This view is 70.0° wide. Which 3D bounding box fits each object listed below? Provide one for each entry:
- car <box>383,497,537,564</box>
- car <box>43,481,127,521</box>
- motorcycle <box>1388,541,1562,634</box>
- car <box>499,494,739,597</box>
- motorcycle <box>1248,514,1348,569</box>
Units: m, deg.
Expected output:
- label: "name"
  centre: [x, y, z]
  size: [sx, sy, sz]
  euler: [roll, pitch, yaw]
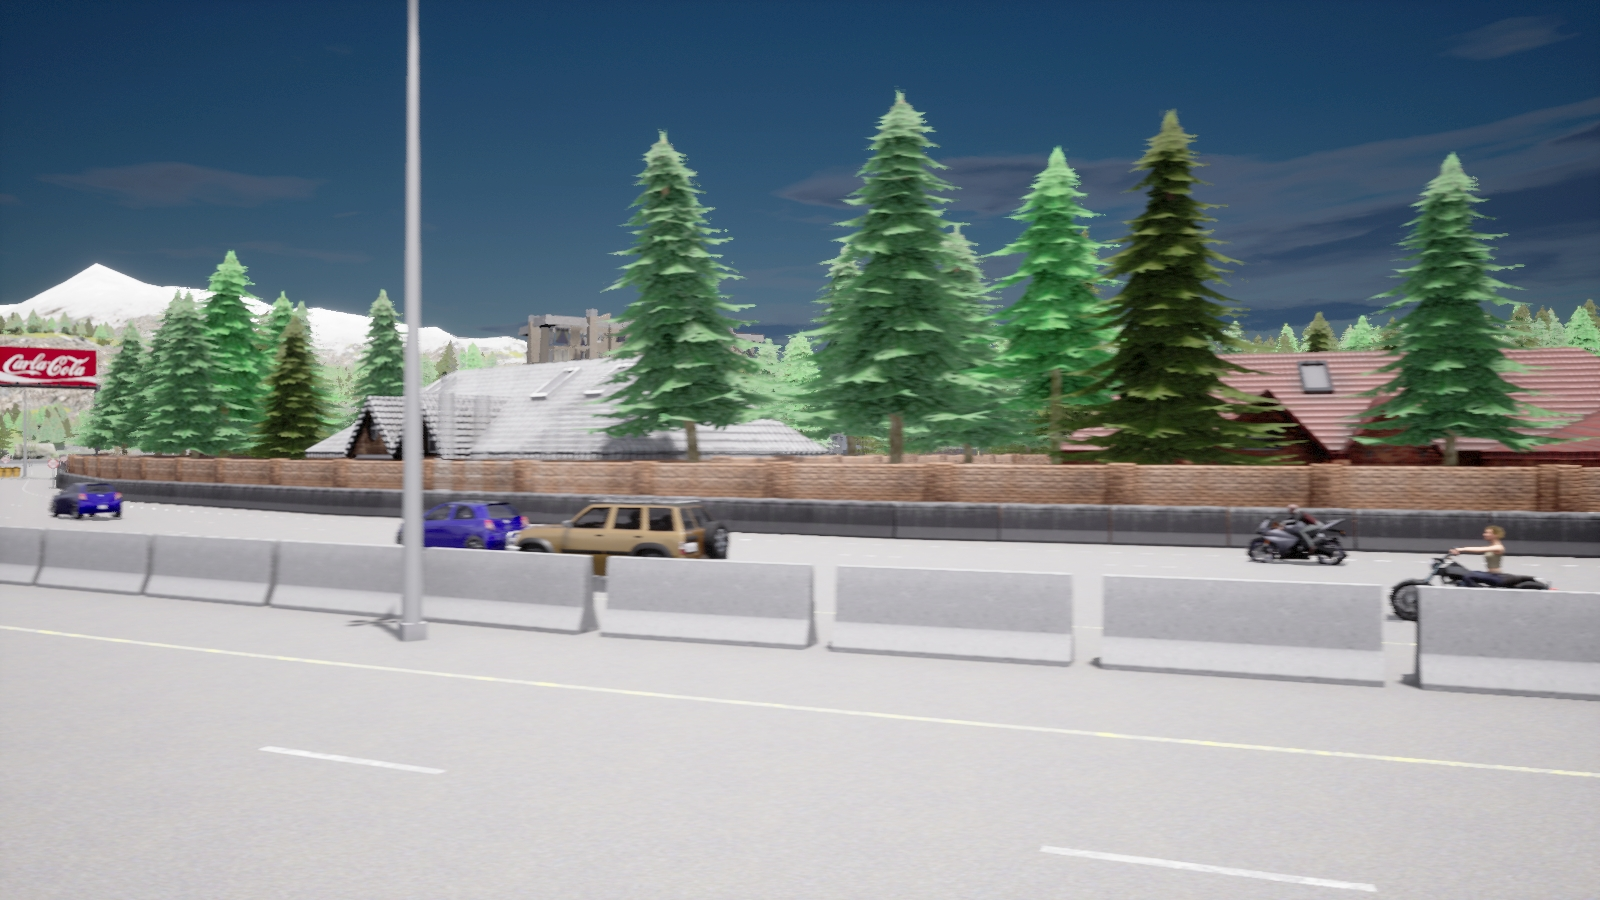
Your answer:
- label: "car"
  centre: [-8.953, 2.072, 30.075]
  size: [3.633, 1.501, 1.845]
  euler: [0, 0, 28]
- label: "car"
  centre: [-29.687, 2.084, 47.437]
  size: [3.633, 1.501, 1.845]
  euler: [0, 0, 39]
- label: "motorcycle"
  centre: [10.818, 2.175, 18.426]
  size: [2.356, 1.325, 0.764]
  euler: [0, -2, 27]
- label: "car"
  centre: [-3.767, 1.891, 23.695]
  size: [4.605, 1.855, 1.932]
  euler: [0, 0, 24]
- label: "motorcycle"
  centre: [12.296, 2.247, 28.301]
  size: [2.209, 1.251, 0.867]
  euler: [0, -1, 20]
